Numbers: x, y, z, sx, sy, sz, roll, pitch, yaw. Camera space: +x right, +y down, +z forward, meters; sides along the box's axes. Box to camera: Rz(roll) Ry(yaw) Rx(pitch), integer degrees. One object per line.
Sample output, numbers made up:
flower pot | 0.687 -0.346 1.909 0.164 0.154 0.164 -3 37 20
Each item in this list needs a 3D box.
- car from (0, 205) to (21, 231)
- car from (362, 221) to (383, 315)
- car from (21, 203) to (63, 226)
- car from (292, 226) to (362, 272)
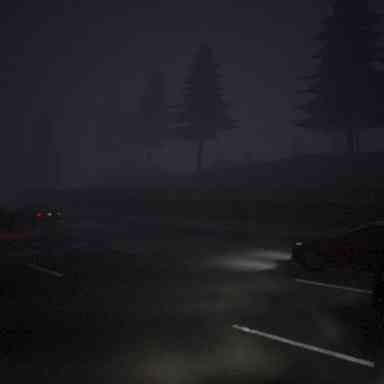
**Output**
car | -11.793 1.376 18.943 5.008 1.535 1.882 1 1 44
car | 5.545 1.240 4.374 5.566 2.045 2.150 0 0 35
car | -10.753 1.444 22.792 2.033 1.411 5.357 0 0 -44
car | 5.118 1.533 9.035 4.674 1.442 1.812 0 0 36
